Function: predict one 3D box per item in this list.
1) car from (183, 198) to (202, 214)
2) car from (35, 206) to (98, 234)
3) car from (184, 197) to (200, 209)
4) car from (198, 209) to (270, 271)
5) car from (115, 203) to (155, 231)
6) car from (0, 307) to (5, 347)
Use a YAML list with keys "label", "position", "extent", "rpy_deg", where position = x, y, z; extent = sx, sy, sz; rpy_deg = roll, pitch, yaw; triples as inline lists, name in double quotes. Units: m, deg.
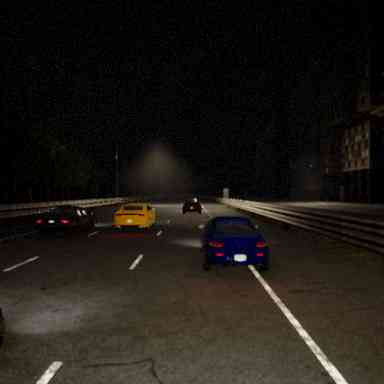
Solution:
- label: "car"
  position: [0.030, 1.580, 35.782]
  extent: [1.994, 1.385, 4.181]
  rpy_deg: [0, 0, 1]
- label: "car"
  position: [-6.911, 1.515, 18.861]
  extent: [2.033, 1.411, 5.357]
  rpy_deg: [0, 0, 0]
- label: "car"
  position: [-0.002, 1.543, 47.002]
  extent: [2.128, 1.511, 4.902]
  rpy_deg: [0, 0, 1]
- label: "car"
  position: [1.220, 1.493, 10.709]
  extent: [1.812, 1.442, 4.674]
  rpy_deg: [0, 0, 0]
- label: "car"
  position: [-3.413, 1.448, 20.594]
  extent: [1.882, 1.535, 5.008]
  rpy_deg: [0, 0, 0]
- label: "car"
  position: [-3.400, 1.493, 2.461]
  extent: [1.837, 1.490, 4.892]
  rpy_deg: [0, 0, 0]
